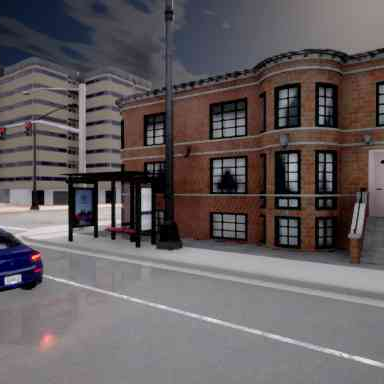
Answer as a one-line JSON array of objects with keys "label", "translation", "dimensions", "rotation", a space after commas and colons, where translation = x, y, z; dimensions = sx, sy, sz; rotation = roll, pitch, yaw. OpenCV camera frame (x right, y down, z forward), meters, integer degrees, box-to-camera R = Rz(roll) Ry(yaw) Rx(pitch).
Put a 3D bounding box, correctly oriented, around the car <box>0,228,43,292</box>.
[{"label": "car", "translation": [-5.289, 1.508, 7.718], "dimensions": [4.674, 1.442, 1.812], "rotation": [0, 0, 36]}]
